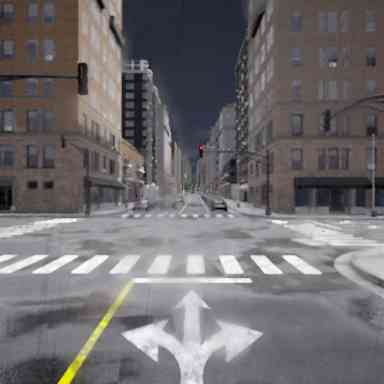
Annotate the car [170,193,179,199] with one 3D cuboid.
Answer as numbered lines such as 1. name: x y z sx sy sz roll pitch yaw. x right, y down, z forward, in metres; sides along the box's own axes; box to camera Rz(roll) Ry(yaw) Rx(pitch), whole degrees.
1. car: -4.841 1.090 92.694 2.192 1.841 5.009 1 0 1

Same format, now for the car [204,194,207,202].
1. car: 3.123 1.439 48.363 2.008 1.369 4.403 1 0 1

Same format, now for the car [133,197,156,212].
1. car: -5.542 1.498 37.406 1.802 1.307 4.206 1 0 1

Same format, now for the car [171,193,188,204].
1. car: -2.401 1.350 61.097 2.128 1.511 4.902 0 0 1

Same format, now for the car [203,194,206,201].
1. car: 3.193 1.419 53.893 1.887 1.381 4.507 1 0 1

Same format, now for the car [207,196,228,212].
1. car: 2.984 1.481 37.302 1.947 1.339 4.313 1 0 1

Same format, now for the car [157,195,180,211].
1. car: -2.745 1.414 40.012 1.837 1.490 4.892 0 0 1

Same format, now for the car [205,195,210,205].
1. car: 3.054 1.446 42.833 1.887 1.381 4.507 1 0 1

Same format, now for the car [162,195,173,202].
1. car: -5.124 1.359 70.409 1.752 1.417 4.829 1 0 1

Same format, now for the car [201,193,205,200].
1. car: 3.332 1.412 64.954 1.947 1.339 4.313 1 0 1

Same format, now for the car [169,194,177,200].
1. car: -4.913 1.356 87.166 1.947 1.339 4.313 1 0 1

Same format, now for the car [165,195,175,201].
1. car: -5.053 1.385 76.108 1.947 1.339 4.313 1 0 1

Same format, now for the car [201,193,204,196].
1. car: 3.472 1.369 76.014 2.008 1.369 4.403 1 0 1

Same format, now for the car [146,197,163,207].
1. car: -5.402 1.440 48.463 2.008 1.369 4.403 1 0 1

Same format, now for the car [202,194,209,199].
1. car: 3.681 1.355 92.605 1.802 1.307 4.206 1 0 1

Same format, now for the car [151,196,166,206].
1. car: -5.332 1.420 53.992 1.887 1.381 4.507 1 0 1

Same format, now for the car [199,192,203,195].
1. car: 3.612 1.354 87.075 1.947 1.339 4.313 1 0 1
